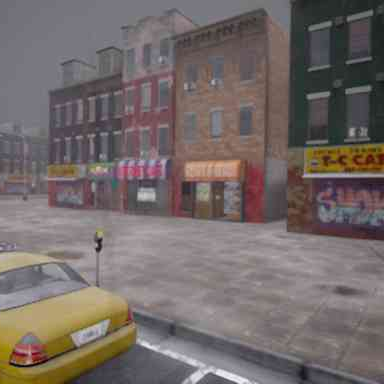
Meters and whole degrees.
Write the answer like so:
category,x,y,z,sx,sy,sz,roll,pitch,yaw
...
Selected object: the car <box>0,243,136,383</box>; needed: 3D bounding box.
category,x,y,z,sx,sy,sz,roll,pitch,yaw
car,-2.967,1.439,4.901,4.829,1.417,1.752,1,1,35
